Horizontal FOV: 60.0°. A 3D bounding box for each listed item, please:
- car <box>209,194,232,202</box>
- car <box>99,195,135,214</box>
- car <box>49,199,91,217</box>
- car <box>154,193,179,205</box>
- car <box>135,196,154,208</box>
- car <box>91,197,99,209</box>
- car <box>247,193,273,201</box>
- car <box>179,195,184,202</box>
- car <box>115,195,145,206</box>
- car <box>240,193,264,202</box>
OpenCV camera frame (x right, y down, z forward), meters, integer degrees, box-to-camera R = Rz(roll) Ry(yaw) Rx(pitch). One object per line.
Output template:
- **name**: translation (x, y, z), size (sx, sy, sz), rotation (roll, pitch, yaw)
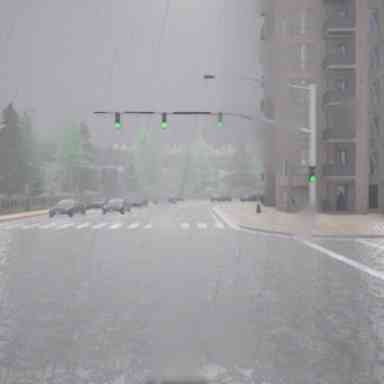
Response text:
- **car**: translation (5.094, 1.029, 58.707), size (4.674, 1.442, 1.812), rotation (-1, 1, -42)
- **car**: translation (-6.982, 1.276, 31.317), size (1.812, 1.442, 4.674), rotation (0, 0, 1)
- **car**: translation (-10.522, 1.310, 28.491), size (1.812, 1.442, 4.674), rotation (0, 0, 1)
- **car**: translation (-4.186, 0.948, 50.650), size (2.097, 1.767, 4.553), rotation (0, 0, 22)
- **car**: translation (-6.594, 1.224, 41.005), size (2.033, 1.411, 5.357), rotation (0, 0, 6)
- **car**: translation (-10.247, 1.281, 37.232), size (1.994, 1.385, 4.181), rotation (0, 0, 2)
- **car**: translation (13.182, 0.935, 64.569), size (4.892, 1.490, 1.837), rotation (0, 0, -24)
- **car**: translation (-3.222, 1.089, 59.645), size (1.994, 1.385, 4.181), rotation (0, 0, 33)
- **car**: translation (-8.807, 1.181, 47.721), size (2.033, 1.411, 5.357), rotation (0, 1, 16)
- **car**: translation (10.452, 1.048, 58.787), size (4.181, 1.385, 1.994), rotation (-1, 1, -37)
